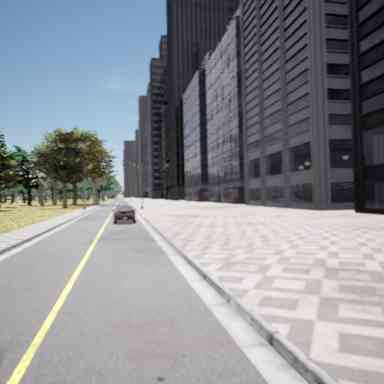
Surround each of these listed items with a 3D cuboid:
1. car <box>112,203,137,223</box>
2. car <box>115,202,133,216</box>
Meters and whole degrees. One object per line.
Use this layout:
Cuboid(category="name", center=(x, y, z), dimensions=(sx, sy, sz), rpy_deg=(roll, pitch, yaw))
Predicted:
Cuboid(category="car", center=(-6.018, 1.934, 29.749), dimensions=(1.837, 1.490, 4.892), rpy_deg=(-1, 0, -12))
Cuboid(category="car", center=(-8.656, 2.088, 42.159), dimensions=(2.128, 1.511, 4.902), rpy_deg=(-1, 0, -12))
